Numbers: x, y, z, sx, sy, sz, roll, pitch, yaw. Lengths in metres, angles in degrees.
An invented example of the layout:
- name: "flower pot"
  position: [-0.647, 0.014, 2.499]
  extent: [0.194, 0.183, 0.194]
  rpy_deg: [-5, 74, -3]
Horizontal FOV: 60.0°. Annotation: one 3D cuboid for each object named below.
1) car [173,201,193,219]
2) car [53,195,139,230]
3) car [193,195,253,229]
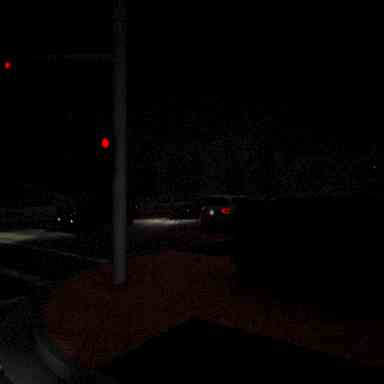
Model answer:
- name: "car"
  position: [0.404, 1.474, 29.366]
  extent: [1.882, 1.535, 5.008]
  rpy_deg: [0, 0, 39]
- name: "car"
  position: [-5.952, 1.217, 21.344]
  extent: [2.150, 2.045, 5.566]
  rpy_deg: [0, 0, 38]
- name: "car"
  position: [2.772, 1.218, 20.771]
  extent: [2.150, 2.045, 5.566]
  rpy_deg: [0, 0, 38]
